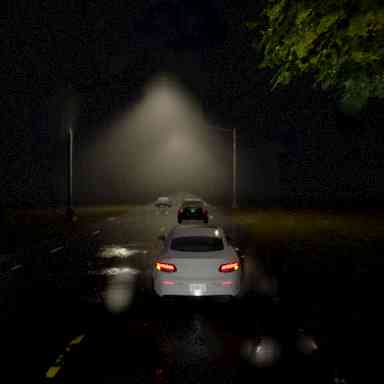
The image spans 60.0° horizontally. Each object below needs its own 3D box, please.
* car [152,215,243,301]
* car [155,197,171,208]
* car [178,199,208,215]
[{"bbox_3d":[0.103,1.524,8.181,1.812,1.442,4.674,0,0,0],"label":"car"},{"bbox_3d":[-3.708,1.353,43.964,2.033,1.411,5.357,0,0,0],"label":"car"},{"bbox_3d":[0.059,1.298,24.793,2.097,1.767,4.553,0,0,0],"label":"car"}]
